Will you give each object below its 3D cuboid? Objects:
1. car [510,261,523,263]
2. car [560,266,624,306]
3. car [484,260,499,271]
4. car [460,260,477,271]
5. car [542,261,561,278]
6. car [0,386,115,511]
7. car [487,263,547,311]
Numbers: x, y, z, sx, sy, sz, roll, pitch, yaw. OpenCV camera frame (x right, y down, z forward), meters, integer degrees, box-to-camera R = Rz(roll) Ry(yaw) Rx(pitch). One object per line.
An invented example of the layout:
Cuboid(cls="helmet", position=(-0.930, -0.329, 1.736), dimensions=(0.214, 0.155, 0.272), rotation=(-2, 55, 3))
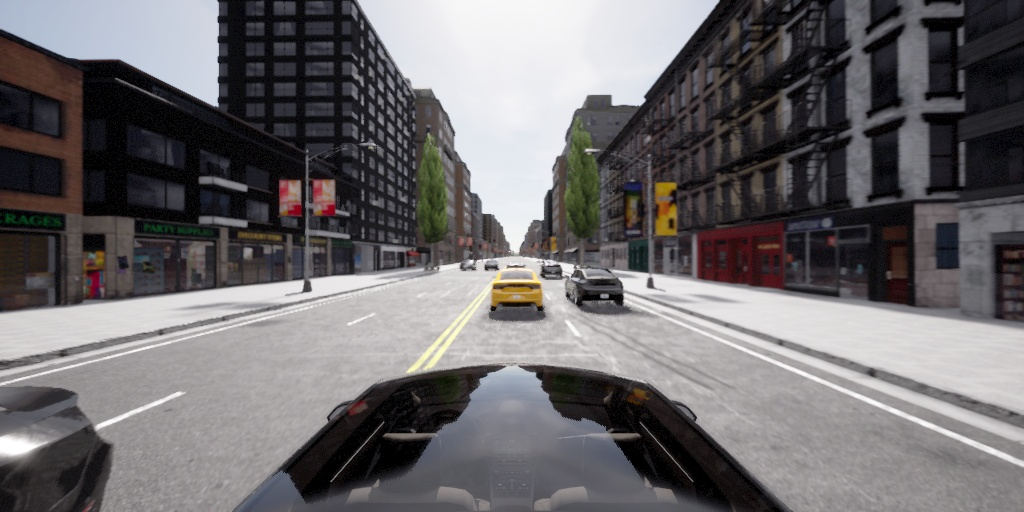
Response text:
Cuboid(cls="car", position=(0.414, 1.238, 33.967), dimensions=(2.128, 1.511, 4.902), rotation=(0, 0, 1))
Cuboid(cls="car", position=(3.458, 1.238, 15.689), dimensions=(1.837, 1.490, 4.892), rotation=(0, 0, 1))
Cuboid(cls="car", position=(-2.784, 1.236, 49.667), dimensions=(1.882, 1.535, 5.008), rotation=(0, 0, 1))
Cuboid(cls="car", position=(-6.033, 1.268, 49.712), dimensions=(2.128, 1.511, 4.902), rotation=(0, 0, 1))
Cuboid(cls="car", position=(3.666, 1.221, 33.924), dimensions=(2.128, 1.511, 4.902), rotation=(0, 0, 1))
Cuboid(cls="car", position=(-3.420, 1.272, 0.138), dimensions=(1.837, 1.490, 4.892), rotation=(0, 0, 1))
Cuboid(cls="car", position=(0.193, 1.228, 14.559), dimensions=(1.882, 1.535, 5.008), rotation=(0, 0, 1))
